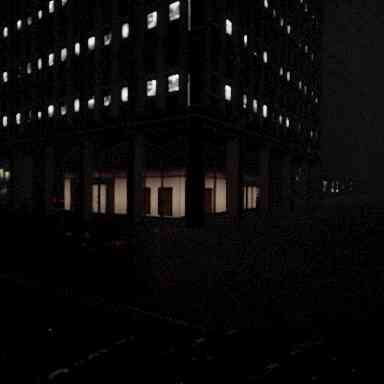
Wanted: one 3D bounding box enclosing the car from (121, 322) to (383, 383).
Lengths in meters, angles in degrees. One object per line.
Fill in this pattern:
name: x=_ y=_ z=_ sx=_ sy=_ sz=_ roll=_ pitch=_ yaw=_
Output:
car: x=1.356 y=1.552 z=1.895 sx=4.403 sy=1.369 sz=2.008 roll=0 pitch=1 yaw=36
